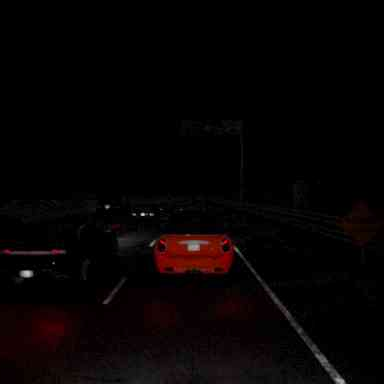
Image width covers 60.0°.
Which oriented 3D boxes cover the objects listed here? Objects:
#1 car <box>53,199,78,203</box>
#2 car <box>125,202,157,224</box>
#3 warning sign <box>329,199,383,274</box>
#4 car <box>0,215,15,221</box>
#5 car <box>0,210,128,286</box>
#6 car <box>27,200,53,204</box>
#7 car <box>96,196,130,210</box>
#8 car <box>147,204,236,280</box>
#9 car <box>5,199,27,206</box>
[{"bbox_3d":[-17.579,1.789,47.520,1.837,1.490,4.892,0,-1,0],"label":"car"},{"bbox_3d":[-3.433,1.642,25.844,2.033,1.411,5.357,0,0,0],"label":"car"},{"bbox_3d":[4.543,1.120,8.881,1.300,1.860,1.060,0,-1,0],"label":"warning sign"},{"bbox_3d":[-6.930,1.519,11.399,1.837,1.490,4.892,0,0,1],"label":"car"},{"bbox_3d":[-3.445,1.499,9.376,2.128,1.511,4.902,0,0,0],"label":"car"},{"bbox_3d":[-21.076,1.806,47.219,1.812,1.442,4.674,0,-1,0],"label":"car"},{"bbox_3d":[-6.914,1.348,29.840,2.150,2.045,5.566,0,-1,0],"label":"car"},{"bbox_3d":[0.064,1.360,10.148,2.097,1.767,4.553,0,0,1],"label":"car"},{"bbox_3d":[-24.572,1.758,47.213,1.882,1.535,5.008,0,-1,0],"label":"car"}]
